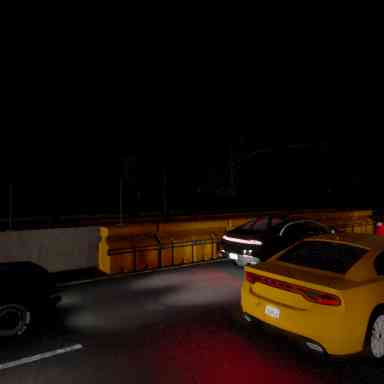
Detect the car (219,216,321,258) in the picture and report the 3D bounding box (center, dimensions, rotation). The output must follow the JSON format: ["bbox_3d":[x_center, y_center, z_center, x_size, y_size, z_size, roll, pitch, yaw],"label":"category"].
[{"bbox_3d":[3.074,1.492,10.240,4.902,1.511,2.128,0,0,-36],"label":"car"}]

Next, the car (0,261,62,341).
[{"bbox_3d":[-4.502,1.601,4.833,4.718,1.301,1.895,0,0,-36],"label":"car"}]

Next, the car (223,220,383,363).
[{"bbox_3d":[3.111,1.478,5.969,5.008,1.535,1.882,0,0,-36],"label":"car"}]
